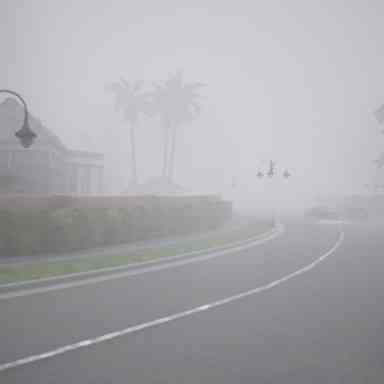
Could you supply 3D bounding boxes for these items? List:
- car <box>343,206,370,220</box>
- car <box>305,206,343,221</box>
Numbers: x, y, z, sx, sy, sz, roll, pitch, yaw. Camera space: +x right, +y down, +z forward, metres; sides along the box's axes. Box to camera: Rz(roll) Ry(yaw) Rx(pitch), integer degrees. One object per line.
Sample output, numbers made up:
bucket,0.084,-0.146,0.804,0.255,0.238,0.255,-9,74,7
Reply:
car,16.329,2.069,34.182,1.994,1.385,4.181,0,-1,-1
car,12.767,2.060,32.971,1.994,1.385,4.181,0,-1,-1
